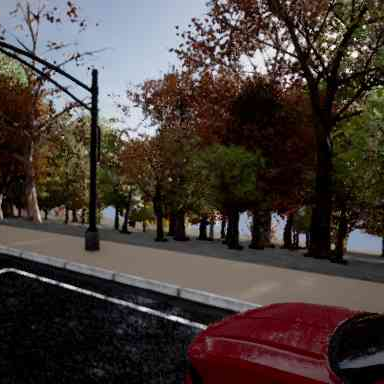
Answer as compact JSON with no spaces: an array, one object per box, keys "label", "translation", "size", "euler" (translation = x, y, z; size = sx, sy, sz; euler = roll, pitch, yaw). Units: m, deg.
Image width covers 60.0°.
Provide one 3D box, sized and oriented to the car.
[{"label":"car","translation":[2.232,1.489,2.095],"size":[5.008,1.535,1.882],"euler":[1,1,35]}]
